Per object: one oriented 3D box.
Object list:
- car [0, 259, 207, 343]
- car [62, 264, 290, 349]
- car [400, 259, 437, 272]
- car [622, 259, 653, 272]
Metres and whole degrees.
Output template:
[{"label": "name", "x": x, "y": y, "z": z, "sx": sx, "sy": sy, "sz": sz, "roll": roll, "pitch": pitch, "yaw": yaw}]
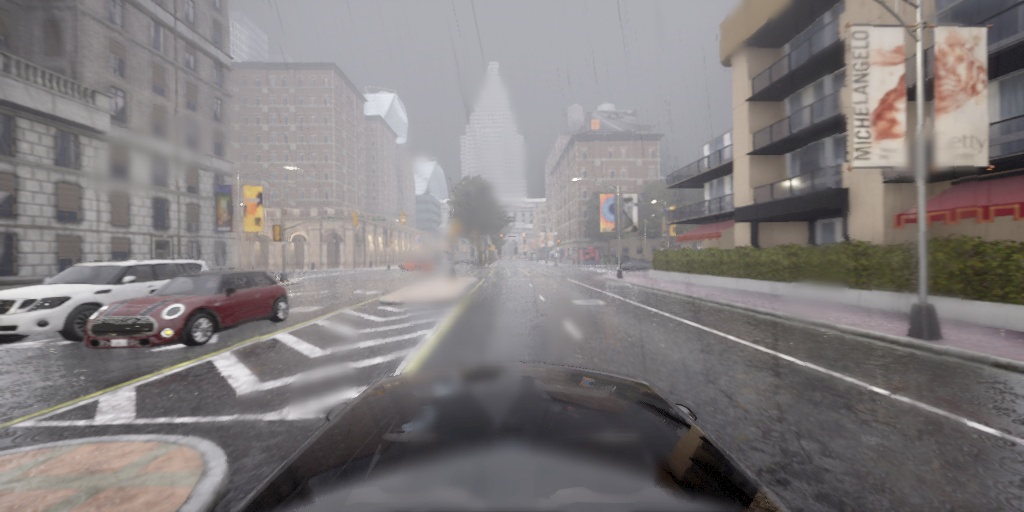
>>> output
[{"label": "car", "x": -11.765, "y": 1.134, "z": 10.780, "sx": 2.150, "sy": 2.045, "sz": 5.566, "roll": -1, "pitch": 0, "yaw": -1}, {"label": "car", "x": -8.236, "y": 1.215, "z": 9.702, "sx": 2.097, "sy": 1.767, "sz": 4.553, "roll": -1, "pitch": 0, "yaw": -1}, {"label": "car", "x": -12.956, "y": 1.254, "z": 48.281, "sx": 4.553, "sy": 1.767, "sz": 2.097, "roll": -1, "pitch": 0, "yaw": 28}, {"label": "car", "x": 14.885, "y": 1.069, "z": 41.201, "sx": 4.181, "sy": 1.385, "sz": 1.994, "roll": -1, "pitch": 0, "yaw": -3}]
